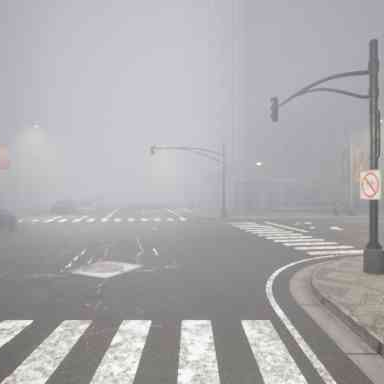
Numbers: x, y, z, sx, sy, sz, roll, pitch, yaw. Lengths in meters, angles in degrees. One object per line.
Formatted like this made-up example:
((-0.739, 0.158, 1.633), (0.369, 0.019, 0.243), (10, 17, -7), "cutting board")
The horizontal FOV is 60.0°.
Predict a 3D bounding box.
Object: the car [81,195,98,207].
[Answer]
((-15.776, 1.595, 49.661), (1.994, 1.385, 4.181), (0, 0, -9), "car")

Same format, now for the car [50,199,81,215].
((-13.434, 1.495, 35.060), (1.882, 1.535, 5.008), (0, 0, -9), "car")

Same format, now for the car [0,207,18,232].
((-10.798, 1.528, 17.593), (1.812, 1.442, 4.674), (0, 0, -8), "car")

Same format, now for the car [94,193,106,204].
((-18.239, 1.281, 65.369), (2.150, 2.045, 5.566), (0, 0, -9), "car")
